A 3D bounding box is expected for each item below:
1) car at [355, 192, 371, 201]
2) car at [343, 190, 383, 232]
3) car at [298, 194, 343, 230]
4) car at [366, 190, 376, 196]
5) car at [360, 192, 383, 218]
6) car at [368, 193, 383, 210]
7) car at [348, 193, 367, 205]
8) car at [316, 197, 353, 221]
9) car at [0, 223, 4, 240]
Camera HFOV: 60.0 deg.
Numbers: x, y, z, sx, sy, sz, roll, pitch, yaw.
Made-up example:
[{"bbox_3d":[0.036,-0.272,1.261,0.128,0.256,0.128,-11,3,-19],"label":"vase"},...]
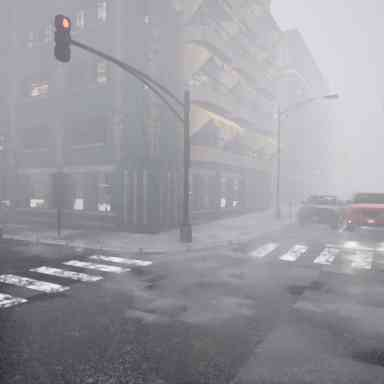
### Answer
[{"bbox_3d":[27.313,0.727,53.133,1.947,1.339,4.313,2,2,30],"label":"car"},{"bbox_3d":[9.698,0.966,17.856,2.150,2.045,5.566,1,1,30],"label":"car"},{"bbox_3d":[7.667,1.034,19.446,2.192,1.841,5.009,2,2,30],"label":"car"},{"bbox_3d":[44.155,0.269,82.003,1.802,1.307,4.206,2,2,30],"label":"car"},{"bbox_3d":[14.565,0.960,26.097,2.097,1.767,4.553,1,1,31],"label":"car"},{"bbox_3d":[19.698,0.956,34.762,2.128,1.511,4.902,1,1,30],"label":"car"},{"bbox_3d":[21.700,0.886,43.510,1.947,1.339,4.313,2,2,30],"label":"car"},{"bbox_3d":[10.471,1.183,24.263,1.887,1.381,4.507,2,2,30],"label":"car"},{"bbox_3d":[-10.065,1.578,14.761,4.206,1.307,1.802,0,0,31],"label":"car"}]
